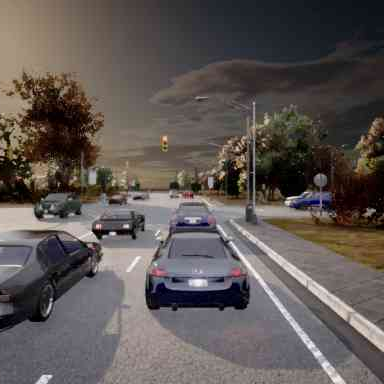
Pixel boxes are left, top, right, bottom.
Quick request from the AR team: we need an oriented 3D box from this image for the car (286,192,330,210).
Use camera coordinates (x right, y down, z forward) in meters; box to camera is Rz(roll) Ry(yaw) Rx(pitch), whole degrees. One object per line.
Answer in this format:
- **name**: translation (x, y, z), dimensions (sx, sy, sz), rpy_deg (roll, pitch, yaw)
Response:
- **car**: translation (13.988, 0.991, 37.509), dimensions (5.566, 2.045, 2.150), rpy_deg (0, 0, -3)

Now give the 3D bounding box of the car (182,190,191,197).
- **car**: translation (-1.671, 0.388, 94.164), dimensions (2.097, 1.767, 4.553), rpy_deg (0, 1, -7)

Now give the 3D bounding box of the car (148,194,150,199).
- **car**: translation (-11.122, 0.935, 78.559), dimensions (2.128, 1.511, 4.902), rpy_deg (0, 1, -2)

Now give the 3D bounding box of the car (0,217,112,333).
- **car**: translation (-3.423, 1.527, 7.106), dimensions (2.033, 1.411, 5.357), rpy_deg (0, 0, -1)

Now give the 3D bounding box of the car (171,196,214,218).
- **car**: translation (0.029, 1.270, 16.431), dimensions (2.097, 1.767, 4.553), rpy_deg (0, 0, 0)

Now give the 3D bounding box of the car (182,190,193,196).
- **car**: translation (-0.845, 0.561, 83.517), dimensions (2.150, 2.045, 5.566), rpy_deg (0, 1, -4)

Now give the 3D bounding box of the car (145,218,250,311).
- **car**: translation (0.074, 1.540, 7.798), dimensions (1.994, 1.385, 4.181), rpy_deg (0, 0, -1)

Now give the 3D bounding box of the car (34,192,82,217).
- **car**: translation (-10.719, 1.064, 27.119), dimensions (2.150, 2.045, 5.566), rpy_deg (0, 0, 0)

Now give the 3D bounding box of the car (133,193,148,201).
- **car**: translation (-10.857, 1.132, 68.089), dimensions (1.895, 1.301, 4.718), rpy_deg (0, 1, -1)

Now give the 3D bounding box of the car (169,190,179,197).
- **car**: translation (-4.394, 0.882, 84.193), dimensions (1.994, 1.385, 4.181), rpy_deg (0, 1, -4)

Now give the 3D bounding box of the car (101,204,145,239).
- **car**: translation (-3.492, 1.517, 16.750), dimensions (1.895, 1.301, 4.718), rpy_deg (0, 0, -1)

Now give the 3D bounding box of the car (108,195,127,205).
- **car**: translation (-10.954, 1.163, 49.312), dimensions (1.882, 1.535, 5.008), rpy_deg (0, 0, 2)
